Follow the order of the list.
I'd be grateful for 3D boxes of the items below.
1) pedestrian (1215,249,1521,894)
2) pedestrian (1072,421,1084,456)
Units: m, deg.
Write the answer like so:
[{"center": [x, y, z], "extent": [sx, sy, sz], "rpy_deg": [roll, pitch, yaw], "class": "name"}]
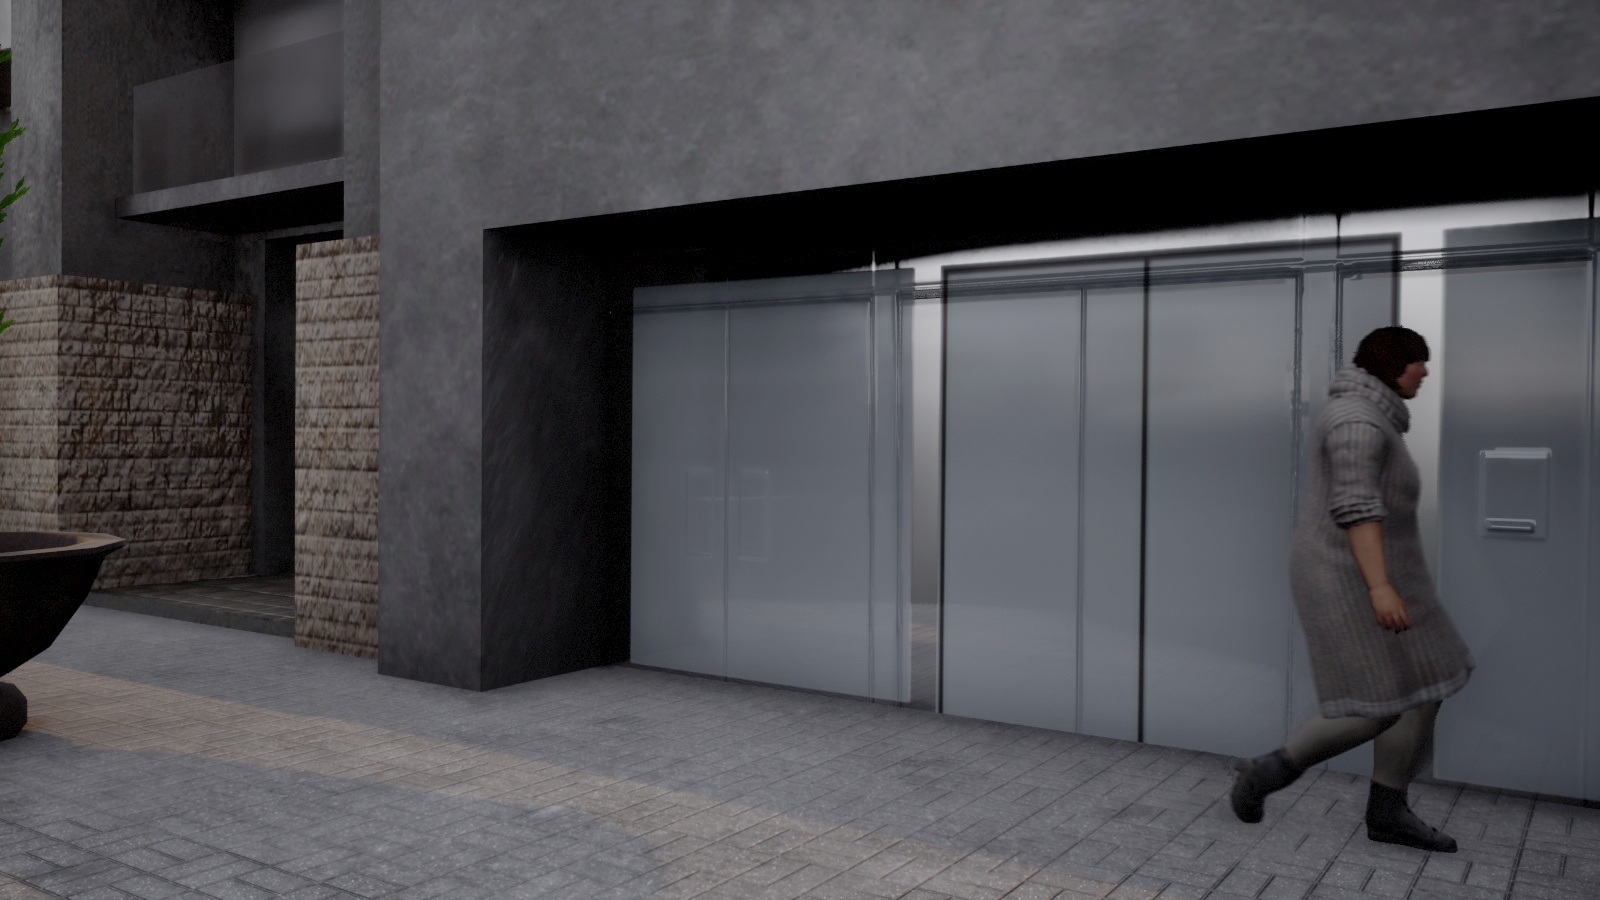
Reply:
[{"center": [1.955, 0.365, 4.306], "extent": [0.873, 1.952, 0.659], "rpy_deg": [0, 1, 32], "class": "pedestrian"}, {"center": [15.152, -0.631, 68.469], "extent": [0.376, 1.854, 0.720], "rpy_deg": [0, 1, 33], "class": "pedestrian"}]
